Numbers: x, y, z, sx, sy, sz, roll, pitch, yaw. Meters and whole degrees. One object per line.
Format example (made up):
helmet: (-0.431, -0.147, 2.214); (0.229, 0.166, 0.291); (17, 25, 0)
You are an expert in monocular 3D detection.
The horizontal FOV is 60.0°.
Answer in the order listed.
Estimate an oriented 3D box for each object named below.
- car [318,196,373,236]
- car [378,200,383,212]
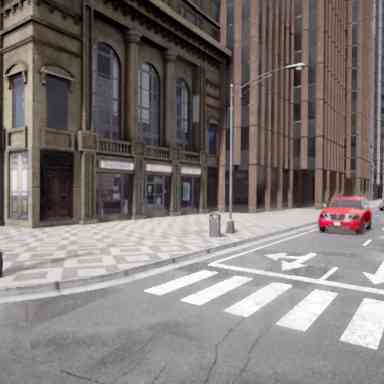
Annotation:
car: (9.103, 1.286, 19.486); (2.150, 2.045, 5.566); (1, 1, 35)
car: (23.917, 1.660, 40.346); (2.033, 1.411, 5.357); (1, 0, 35)
